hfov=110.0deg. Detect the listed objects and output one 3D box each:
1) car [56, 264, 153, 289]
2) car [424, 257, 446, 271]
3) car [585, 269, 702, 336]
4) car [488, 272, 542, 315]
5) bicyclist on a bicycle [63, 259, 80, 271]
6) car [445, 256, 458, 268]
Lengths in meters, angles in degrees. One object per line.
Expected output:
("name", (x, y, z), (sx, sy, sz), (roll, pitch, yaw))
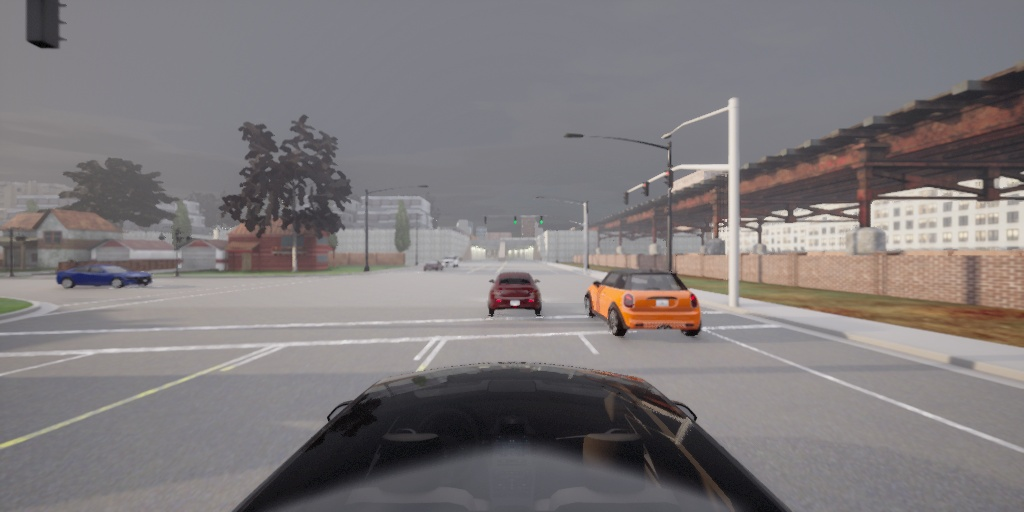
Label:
("car", (-26.878, 1.329, 23.774), (5.008, 1.535, 1.882), (1, 0, -1))
("car", (-10.533, 1.288, 48.312), (1.812, 1.442, 4.674), (0, 0, 0))
("car", (3.596, 1.148, 10.695), (2.097, 1.767, 4.553), (0, 0, 0))
("car", (0.098, 1.333, 13.713), (1.812, 1.442, 4.674), (0, 0, 0))
("bicyclist on a bicycle", (-41.466, 1.063, 33.871), (0.582, 1.620, 1.656), (0, 0, -2))
("car", (-10.513, 0.946, 60.883), (2.150, 2.045, 5.566), (0, 1, 0))
